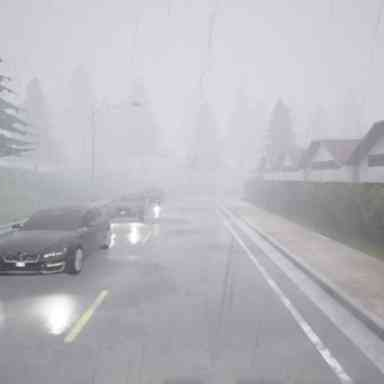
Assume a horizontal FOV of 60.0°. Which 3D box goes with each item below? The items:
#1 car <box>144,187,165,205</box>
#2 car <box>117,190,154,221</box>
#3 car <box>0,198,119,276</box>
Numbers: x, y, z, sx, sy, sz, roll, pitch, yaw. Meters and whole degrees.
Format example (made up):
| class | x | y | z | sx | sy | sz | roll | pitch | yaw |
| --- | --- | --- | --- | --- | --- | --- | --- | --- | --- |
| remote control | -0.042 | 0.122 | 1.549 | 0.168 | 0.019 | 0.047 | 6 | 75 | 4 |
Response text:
| class | x | y | z | sx | sy | sz | roll | pitch | yaw |
| --- | --- | --- | --- | --- | --- | --- | --- | --- | --- |
| car | -3.503 | 0.318 | 29.620 | 1.837 | 1.490 | 4.892 | 0 | 2 | 2 |
| car | -3.589 | 0.810 | 19.276 | 1.994 | 1.385 | 4.181 | 0 | 2 | 0 |
| car | -3.596 | 1.165 | 9.369 | 1.837 | 1.490 | 4.892 | 0 | 2 | 0 |
